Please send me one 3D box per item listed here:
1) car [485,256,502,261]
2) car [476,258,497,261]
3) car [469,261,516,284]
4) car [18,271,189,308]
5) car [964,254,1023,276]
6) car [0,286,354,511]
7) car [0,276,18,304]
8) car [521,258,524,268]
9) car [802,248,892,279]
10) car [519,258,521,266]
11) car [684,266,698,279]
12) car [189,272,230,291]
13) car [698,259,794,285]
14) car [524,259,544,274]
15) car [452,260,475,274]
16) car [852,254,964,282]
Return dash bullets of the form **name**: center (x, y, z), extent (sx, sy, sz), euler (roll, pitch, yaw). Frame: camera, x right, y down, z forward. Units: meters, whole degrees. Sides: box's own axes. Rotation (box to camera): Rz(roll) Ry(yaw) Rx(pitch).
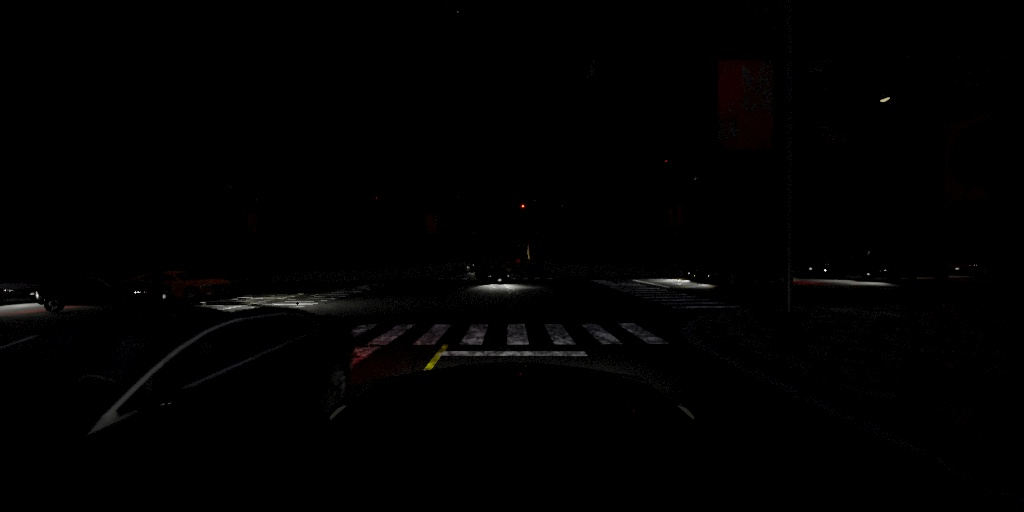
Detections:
- **car**: center (-3.213, 0.984, 60.889), extent (2.150, 2.045, 5.566), euler (0, 0, 0)
- **car**: center (-3.153, 1.281, 44.855), extent (1.812, 1.442, 4.674), euler (0, 0, 0)
- **car**: center (-1.596, 1.299, 27.456), extent (2.033, 1.411, 5.357), euler (0, 0, -16)
- **car**: center (-17.629, 1.546, 15.661), extent (4.902, 1.511, 2.128), euler (-1, 0, 2)
- **car**: center (34.350, 0.605, 25.683), extent (4.902, 1.511, 2.128), euler (-1, 0, 0)
- **car**: center (-3.100, 1.242, 3.011), extent (2.128, 1.511, 4.902), euler (0, 0, 0)
- **car**: center (-27.627, 1.763, 18.884), extent (4.674, 1.442, 1.812), euler (-1, 0, 0)
- **car**: center (2.671, 1.303, 52.011), extent (1.888, 1.381, 4.507), euler (0, 0, 0)
- **car**: center (24.130, 0.510, 25.675), extent (5.566, 2.045, 2.150), euler (-1, 0, 0)
- **car**: center (2.644, 1.311, 57.455), extent (2.007, 1.370, 4.403), euler (0, 0, 0)
- **car**: center (14.654, 1.020, 25.657), extent (4.181, 1.385, 1.994), euler (-1, 0, 0)
- **car**: center (-17.652, 1.528, 18.905), extent (5.008, 1.535, 1.882), euler (-1, 0, 2)
- **car**: center (14.728, 0.965, 22.387), extent (4.892, 1.490, 1.837), euler (-1, 0, 2)
- **car**: center (2.726, 1.305, 41.122), extent (2.007, 1.370, 4.403), euler (0, 0, 0)
- **car**: center (-5.799, 1.305, 41.083), extent (2.007, 1.370, 4.403), euler (0, 0, 0)
- **car**: center (24.611, 0.812, 22.428), extent (4.674, 1.442, 1.812), euler (-1, 0, 0)
